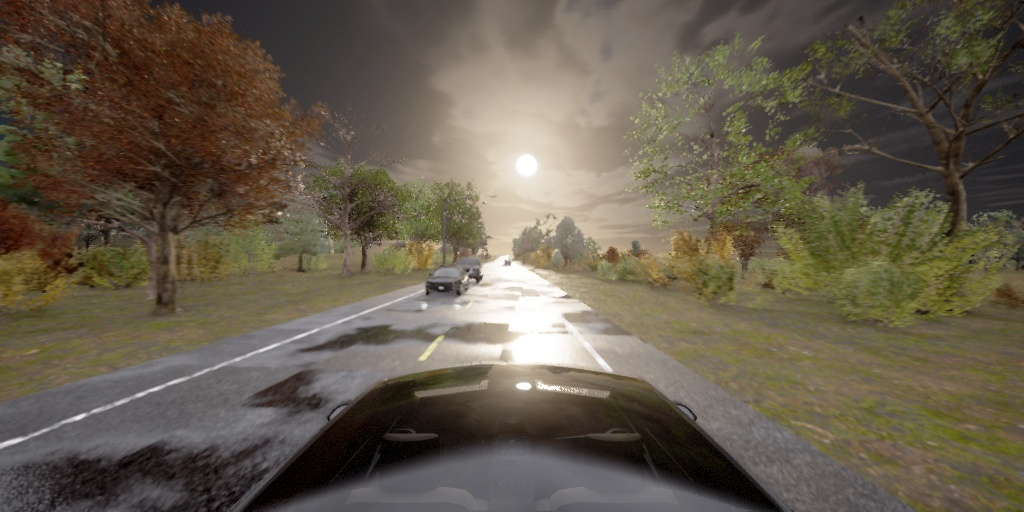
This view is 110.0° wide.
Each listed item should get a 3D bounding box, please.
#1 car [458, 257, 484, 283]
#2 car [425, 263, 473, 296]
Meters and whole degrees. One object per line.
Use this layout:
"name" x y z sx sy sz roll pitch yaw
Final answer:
"car" -3.640 1.147 30.671 2.150 2.045 5.566 1 0 0
"car" -3.570 1.348 20.493 1.882 1.535 5.008 1 0 0
